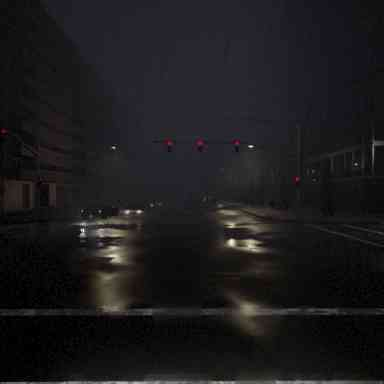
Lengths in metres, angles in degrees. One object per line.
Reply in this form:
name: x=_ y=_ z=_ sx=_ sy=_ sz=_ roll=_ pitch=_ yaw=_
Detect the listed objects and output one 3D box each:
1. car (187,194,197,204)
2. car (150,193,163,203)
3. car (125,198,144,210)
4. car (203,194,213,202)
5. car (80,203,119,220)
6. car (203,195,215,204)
car: x=0.001 y=1.564 z=64.646 sx=1.994 sy=1.385 sz=4.181 roll=0 pitch=0 yaw=1
car: x=-7.090 y=1.226 z=67.053 sx=2.150 sy=2.045 sz=5.566 roll=0 pitch=0 yaw=1
car: x=-7.418 y=1.525 z=43.530 sx=1.812 sy=1.442 sz=4.674 roll=0 pitch=0 yaw=0
car: x=3.511 y=1.355 z=74.600 sx=2.097 sy=1.767 sz=4.553 roll=0 pitch=0 yaw=1
car: x=-7.784 y=1.604 z=28.400 sx=1.895 sy=1.301 sz=4.718 roll=0 pitch=0 yaw=5
car: x=3.500 y=1.492 z=64.735 sx=2.128 sy=1.511 sz=4.902 roll=0 pitch=0 yaw=1
